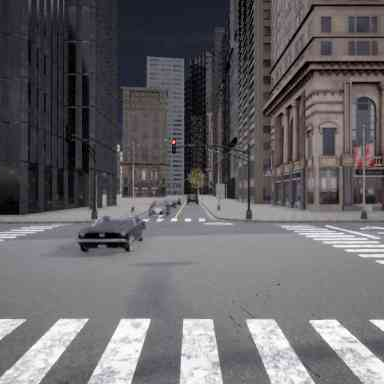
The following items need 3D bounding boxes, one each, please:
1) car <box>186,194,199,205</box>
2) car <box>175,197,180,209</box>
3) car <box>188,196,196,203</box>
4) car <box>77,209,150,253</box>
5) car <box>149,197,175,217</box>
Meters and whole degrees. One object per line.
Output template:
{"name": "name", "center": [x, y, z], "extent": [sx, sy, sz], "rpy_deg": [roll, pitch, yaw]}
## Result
{"name": "car", "center": [0.107, 1.333, 63.407], "extent": [2.150, 2.045, 5.566], "rpy_deg": [0, -1, 0]}
{"name": "car", "center": [-3.061, 1.573, 46.124], "extent": [1.837, 1.490, 4.892], "rpy_deg": [0, -1, 0]}
{"name": "car", "center": [0.000, 1.657, 75.286], "extent": [1.837, 1.490, 4.892], "rpy_deg": [0, 0, 0]}
{"name": "car", "center": [-3.092, 1.578, 13.691], "extent": [1.895, 1.301, 4.718], "rpy_deg": [0, 0, 0]}
{"name": "car", "center": [-3.059, 1.527, 32.162], "extent": [2.128, 1.511, 4.902], "rpy_deg": [0, 0, 0]}
